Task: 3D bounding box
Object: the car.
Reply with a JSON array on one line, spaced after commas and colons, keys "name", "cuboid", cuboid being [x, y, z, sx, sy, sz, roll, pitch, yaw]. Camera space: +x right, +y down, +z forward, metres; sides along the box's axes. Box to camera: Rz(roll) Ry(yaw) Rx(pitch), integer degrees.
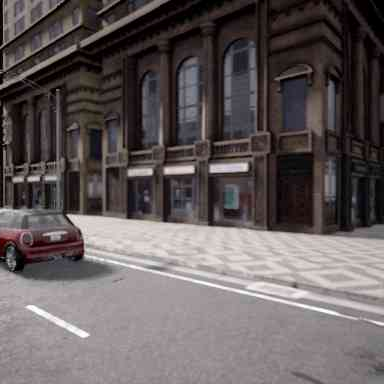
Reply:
[{"name": "car", "cuboid": [-5.570, 1.356, 11.089, 4.553, 1.767, 2.097, 0, 0, 41]}]
